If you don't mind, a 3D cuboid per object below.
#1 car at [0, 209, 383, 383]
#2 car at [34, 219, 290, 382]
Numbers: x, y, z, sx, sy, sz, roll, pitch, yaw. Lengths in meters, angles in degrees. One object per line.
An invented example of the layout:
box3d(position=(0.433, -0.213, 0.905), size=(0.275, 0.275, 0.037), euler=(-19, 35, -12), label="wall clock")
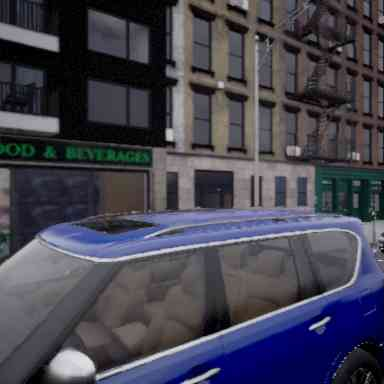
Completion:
box3d(position=(-0.470, 1.222, 2.732), size=(5.566, 2.045, 2.150), euler=(0, 0, -35), label="car")
box3d(position=(-0.387, 1.440, 5.911), size=(4.097, 1.590, 1.967), euler=(0, 0, -35), label="car")
